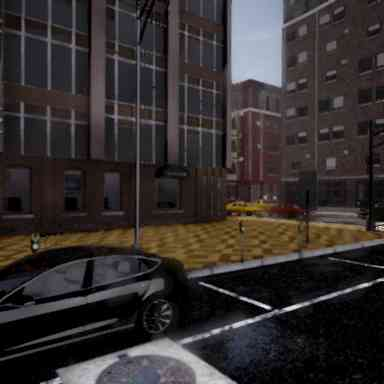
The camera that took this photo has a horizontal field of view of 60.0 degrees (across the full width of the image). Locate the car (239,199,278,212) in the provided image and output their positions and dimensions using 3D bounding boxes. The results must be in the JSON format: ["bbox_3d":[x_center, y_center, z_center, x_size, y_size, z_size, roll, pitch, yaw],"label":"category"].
[{"bbox_3d":[8.159,1.577,40.989,1.752,1.417,4.829,1,0,-36],"label":"car"}]

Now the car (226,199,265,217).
[{"bbox_3d":[4.847,1.523,31.227,1.752,1.417,4.829,1,0,-36],"label":"car"}]

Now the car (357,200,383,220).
[{"bbox_3d":[15.476,1.414,26.125,2.097,1.767,4.553,0,0,-30],"label":"car"}]

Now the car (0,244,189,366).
[{"bbox_3d":[-2.036,1.569,5.103,4.313,1.339,1.947,0,0,-35],"label":"car"}]

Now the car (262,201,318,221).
[{"bbox_3d":[8.047,1.591,26.762,1.802,1.307,4.206,1,0,-36],"label":"car"}]
